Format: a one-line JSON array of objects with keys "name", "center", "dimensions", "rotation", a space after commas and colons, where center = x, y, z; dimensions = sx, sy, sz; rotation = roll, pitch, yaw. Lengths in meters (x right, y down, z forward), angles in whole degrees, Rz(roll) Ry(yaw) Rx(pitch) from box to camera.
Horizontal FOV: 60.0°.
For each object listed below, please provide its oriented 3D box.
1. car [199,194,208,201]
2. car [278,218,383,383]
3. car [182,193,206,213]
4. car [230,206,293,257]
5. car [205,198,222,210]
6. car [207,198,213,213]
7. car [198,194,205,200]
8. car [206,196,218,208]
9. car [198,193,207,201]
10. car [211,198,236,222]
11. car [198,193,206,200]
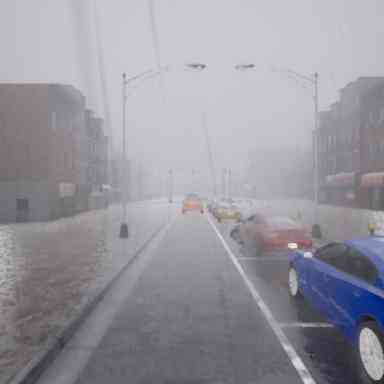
[{"name": "car", "center": [2.630, 1.284, 78.418], "dimensions": [1.967, 1.590, 4.097], "rotation": [-1, 0, 0]}, {"name": "car", "center": [3.015, 1.451, 5.310], "dimensions": [1.882, 1.535, 5.008], "rotation": [0, 0, 0]}, {"name": "car", "center": [0.083, 1.222, 34.397], "dimensions": [2.097, 1.767, 4.553], "rotation": [0, 0, 0]}, {"name": "car", "center": [2.902, 1.468, 12.575], "dimensions": [1.812, 1.442, 4.674], "rotation": [0, 0, -5]}, {"name": "car", "center": [2.634, 1.437, 41.075], "dimensions": [1.802, 1.307, 4.206], "rotation": [0, 0, 0]}, {"name": "car", "center": [2.634, 1.464, 30.142], "dimensions": [1.802, 1.307, 4.206], "rotation": [0, 0, 0]}, {"name": "car", "center": [2.630, 1.308, 94.625], "dimensions": [1.967, 1.590, 4.097], "rotation": [-1, 0, 0]}, {"name": "car", "center": [2.633, 1.307, 35.608], "dimensions": [1.967, 1.590, 4.097], "rotation": [0, 0, 0]}, {"name": "car", "center": [2.629, 1.166, 83.820], "dimensions": [2.192, 1.841, 5.009], "rotation": [-1, 0, 0]}, {"name": "car", "center": [2.634, 1.423, 24.845], "dimensions": [1.752, 1.417, 4.829], "rotation": [0, 0, 0]}, {"name": "car", "center": [2.629, 1.173, 89.223], "dimensions": [2.192, 1.841, 5.009], "rotation": [-1, 0, 0]}]
